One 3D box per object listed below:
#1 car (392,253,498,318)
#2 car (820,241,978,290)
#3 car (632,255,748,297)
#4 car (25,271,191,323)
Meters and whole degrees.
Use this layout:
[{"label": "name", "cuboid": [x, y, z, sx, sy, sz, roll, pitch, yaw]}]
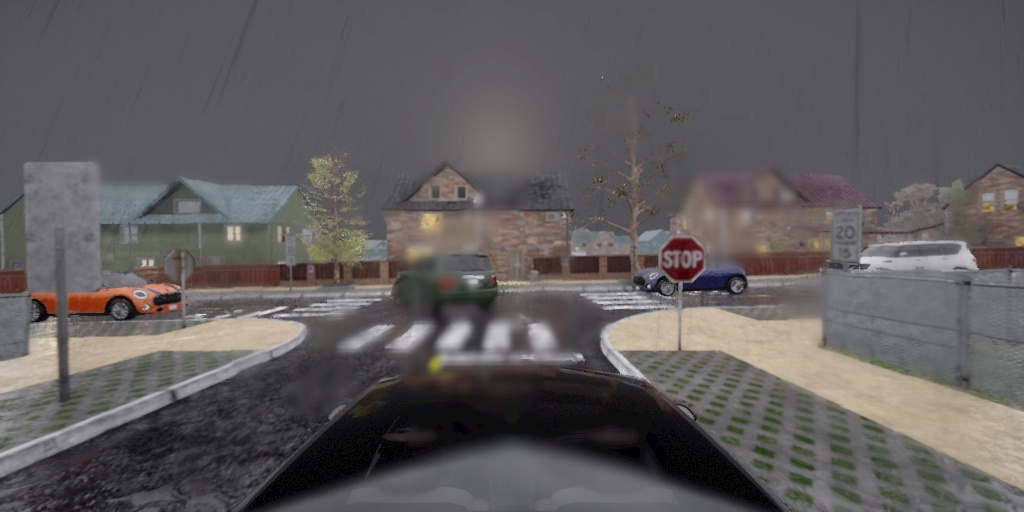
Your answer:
[{"label": "car", "cuboid": [-2.593, 0.906, 13.074, 2.150, 2.045, 5.566, -1, 0, -33]}, {"label": "car", "cuboid": [17.242, 0.403, 16.124, 5.566, 2.045, 2.150, -1, 1, 0]}, {"label": "car", "cuboid": [7.738, 0.763, 15.894, 4.553, 1.767, 2.097, -1, 1, -3]}, {"label": "car", "cuboid": [-14.682, 1.350, 13.151, 4.553, 1.767, 2.097, -1, 1, 0]}]
